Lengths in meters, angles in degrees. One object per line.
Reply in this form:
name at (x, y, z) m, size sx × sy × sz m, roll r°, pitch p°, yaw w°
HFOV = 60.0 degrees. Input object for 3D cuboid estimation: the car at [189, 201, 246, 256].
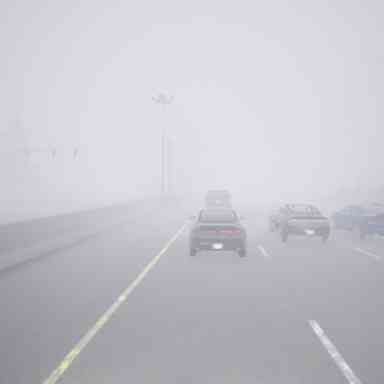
car at (0.942, 1.318, 12.316) m, size 1.837 × 1.490 × 4.892 m, roll 0°, pitch 1°, yaw 4°

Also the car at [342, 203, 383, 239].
car at (8.220, 1.253, 15.788) m, size 1.882 × 1.535 × 5.008 m, roll 0°, pitch 1°, yaw 4°

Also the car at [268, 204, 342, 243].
car at (4.647, 1.272, 14.958) m, size 2.128 × 1.511 × 4.902 m, roll 0°, pitch 1°, yaw 4°

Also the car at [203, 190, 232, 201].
car at (2.125, 0.809, 27.429) m, size 2.150 × 2.045 × 5.566 m, roll 0°, pitch 1°, yaw 5°
